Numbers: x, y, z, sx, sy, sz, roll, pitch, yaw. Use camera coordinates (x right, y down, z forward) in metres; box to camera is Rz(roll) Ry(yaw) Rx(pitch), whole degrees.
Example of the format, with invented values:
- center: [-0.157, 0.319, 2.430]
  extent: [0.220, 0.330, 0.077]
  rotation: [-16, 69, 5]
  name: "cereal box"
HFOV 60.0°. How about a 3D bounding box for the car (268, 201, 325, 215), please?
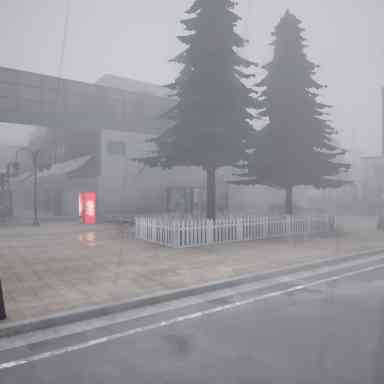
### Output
- center: [9.582, 1.532, 30.796]
  extent: [2.033, 1.411, 5.357]
  rotation: [0, 0, -34]
  name: "car"
